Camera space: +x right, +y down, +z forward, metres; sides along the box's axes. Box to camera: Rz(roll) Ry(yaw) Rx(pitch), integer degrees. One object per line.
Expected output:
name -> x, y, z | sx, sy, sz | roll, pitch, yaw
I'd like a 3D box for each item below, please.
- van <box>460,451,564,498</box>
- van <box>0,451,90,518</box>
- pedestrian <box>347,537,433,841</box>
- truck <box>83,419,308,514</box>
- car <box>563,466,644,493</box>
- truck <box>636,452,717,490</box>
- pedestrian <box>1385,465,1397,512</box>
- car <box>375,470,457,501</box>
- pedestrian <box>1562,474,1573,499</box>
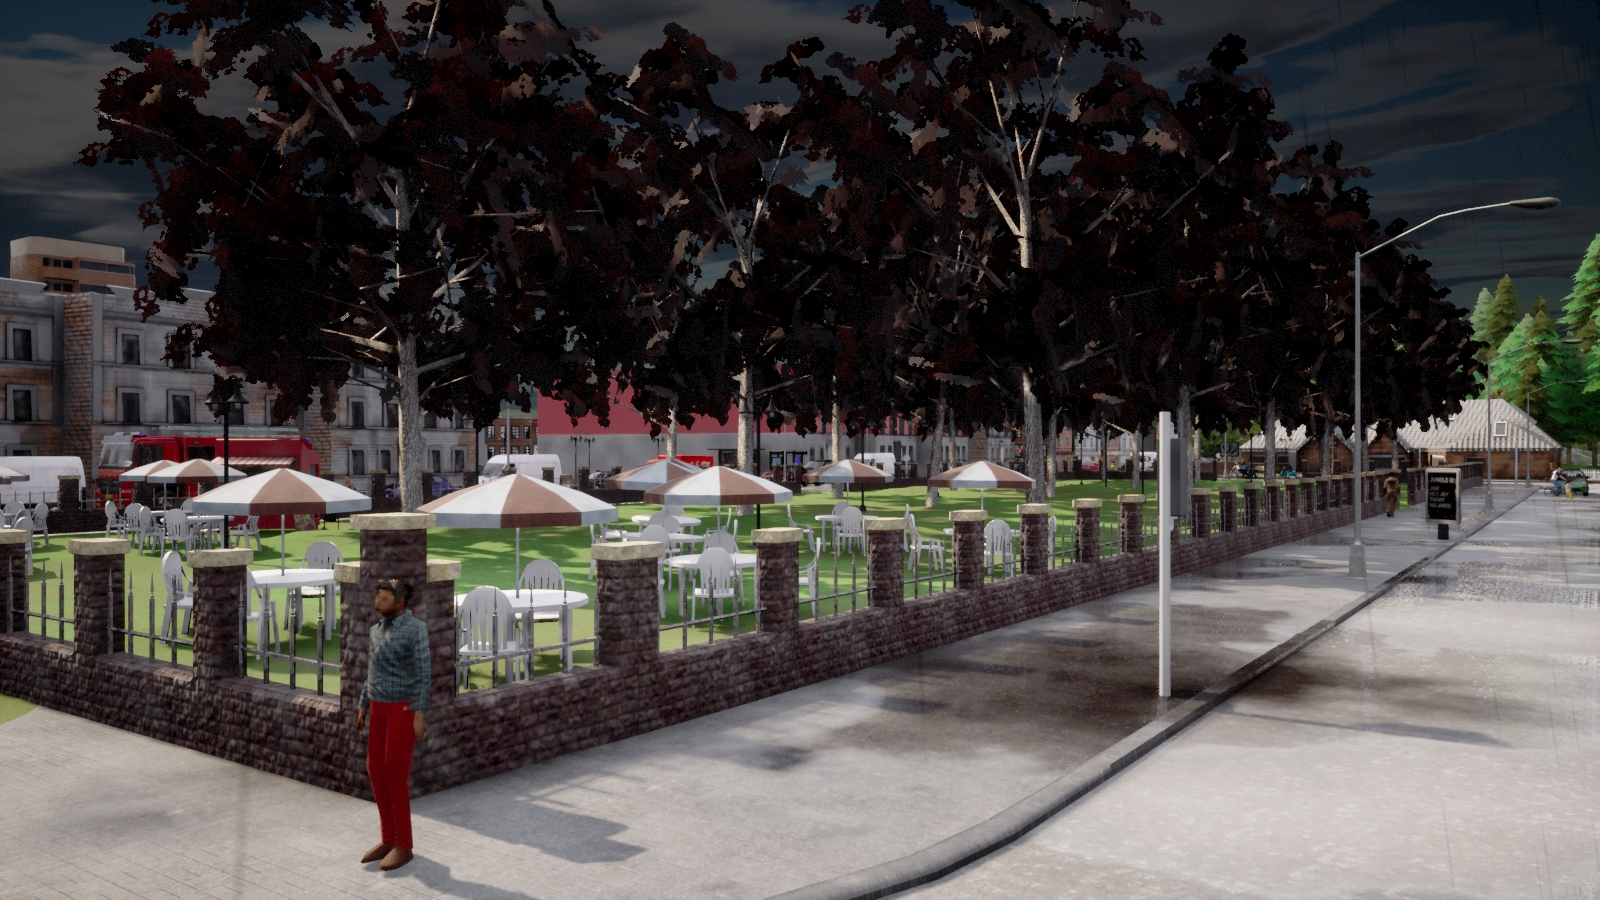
van -> -16.329, 1.314, 65.083 | 1.988, 2.561, 5.915 | 0, 0, 35
van -> -31.021, 1.314, 44.007 | 1.988, 2.561, 5.915 | 0, 0, 35
pedestrian -> -2.655, 1.517, 7.406 | 0.375, 1.860, 0.375 | 0, 0, 36
truck -> -26.598, 0.670, 50.778 | 2.891, 3.827, 8.468 | 0, 0, 35
car -> -12.166, 1.814, 71.050 | 2.097, 1.535, 5.006 | 0, 0, 35
truck -> -8.233, 1.348, 76.671 | 2.627, 2.467, 5.204 | 0, 0, 35
pedestrian -> 23.434, 1.525, 45.292 | 0.375, 1.860, 0.375 | 0, 0, 35
car -> -20.045, 1.818, 59.739 | 1.845, 1.501, 3.633 | 0, 0, 35
pedestrian -> 40.458, 1.908, 60.231 | 0.375, 1.300, 0.375 | 0, 0, -34
